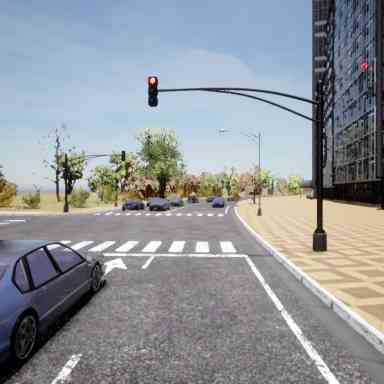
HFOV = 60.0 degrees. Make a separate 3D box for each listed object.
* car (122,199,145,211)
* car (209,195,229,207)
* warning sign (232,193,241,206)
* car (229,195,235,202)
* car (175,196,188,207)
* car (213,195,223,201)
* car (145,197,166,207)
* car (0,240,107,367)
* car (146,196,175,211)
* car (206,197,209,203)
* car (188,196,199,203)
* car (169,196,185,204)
[{"bbox_3d":[-7.210,1.563,41.211,1.994,1.385,4.181,0,0,7],"label":"car"},{"bbox_3d":[4.265,1.554,52.034,2.033,1.411,5.357,0,0,9],"label":"car"},{"bbox_3d":[6.466,1.122,48.263,1.300,1.860,1.060,0,0,8],"label":"warning sign"},{"bbox_3d":[9.629,1.546,80.413,2.128,1.511,4.902,0,0,14],"label":"car"},{"bbox_3d":[-2.523,1.550,51.789,2.033,1.411,5.357,0,0,8],"label":"car"},{"bbox_3d":[6.319,1.392,80.540,1.812,1.442,4.674,0,0,14],"label":"car"},{"bbox_3d":[-5.722,1.548,52.385,2.033,1.411,5.357,0,0,8],"label":"car"},{"bbox_3d":[-3.036,1.547,5.722,2.033,1.411,5.357,0,0,1],"label":"car"},{"bbox_3d":[-3.923,1.547,41.486,2.033,1.411,5.357,0,0,7],"label":"car"},{"bbox_3d":[4.199,1.559,70.833,1.994,1.385,4.181,0,0,12],"label":"car"},{"bbox_3d":[0.164,1.514,67.247,1.837,1.490,4.892,0,0,11],"label":"car"},{"bbox_3d":[-3.028,1.554,67.824,2.033,1.411,5.357,0,0,11],"label":"car"}]
